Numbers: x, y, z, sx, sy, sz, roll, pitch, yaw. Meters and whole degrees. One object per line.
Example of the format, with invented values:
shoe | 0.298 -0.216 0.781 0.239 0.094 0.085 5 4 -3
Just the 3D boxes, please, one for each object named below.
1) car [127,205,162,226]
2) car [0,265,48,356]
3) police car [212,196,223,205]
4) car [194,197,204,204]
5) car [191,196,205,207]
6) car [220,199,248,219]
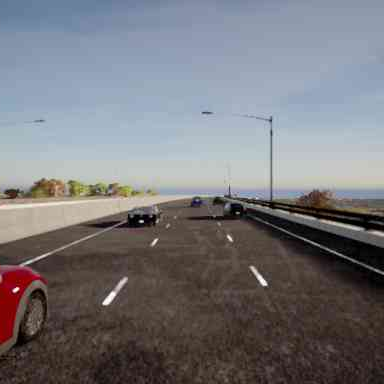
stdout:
car | -3.217 1.609 23.618 1.895 1.301 4.718 0 0 1
car | -3.385 1.350 3.567 2.097 1.767 4.553 0 0 0
police car | 4.577 1.521 59.708 1.930 1.638 5.238 0 -1 2
car | 1.406 1.705 68.475 1.895 1.301 4.718 0 0 2
car | 0.936 1.413 52.657 2.097 1.767 4.553 0 0 3
car | 3.779 1.557 29.286 1.812 1.442 4.674 0 0 1
